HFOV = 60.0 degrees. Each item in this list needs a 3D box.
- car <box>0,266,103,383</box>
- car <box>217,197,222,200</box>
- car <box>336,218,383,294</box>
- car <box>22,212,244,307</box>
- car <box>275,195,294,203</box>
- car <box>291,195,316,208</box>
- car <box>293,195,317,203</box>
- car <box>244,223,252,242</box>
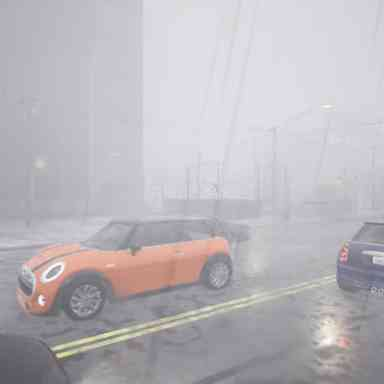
[{"bbox_3d":[-2.751,1.564,1.781,4.181,1.385,1.994,0,0,-35],"label":"car"},{"bbox_3d":[4.539,1.574,60.740,4.718,1.301,1.895,0,0,-36],"label":"car"},{"bbox_3d":[5.386,1.352,7.649,4.553,1.767,2.097,0,0,-35],"label":"car"},{"bbox_3d":[-1.288,1.352,7.375,4.553,1.767,2.097,0,0,-36],"label":"car"},{"bbox_3d":[19.265,1.452,69.252,3.806,1.475,1.970,0,0,-36],"label":"car"},{"bbox_3d":[15.297,1.254,46.183,4.553,1.767,2.185,0,0,-36],"label":"car"},{"bbox_3d":[22.177,1.419,65.255,4.674,1.452,2.002,0,0,-36],"label":"car"},{"bbox_3d":[-0.149,1.547,12.495,5.357,1.411,2.033,0,0,-36],"label":"car"}]
